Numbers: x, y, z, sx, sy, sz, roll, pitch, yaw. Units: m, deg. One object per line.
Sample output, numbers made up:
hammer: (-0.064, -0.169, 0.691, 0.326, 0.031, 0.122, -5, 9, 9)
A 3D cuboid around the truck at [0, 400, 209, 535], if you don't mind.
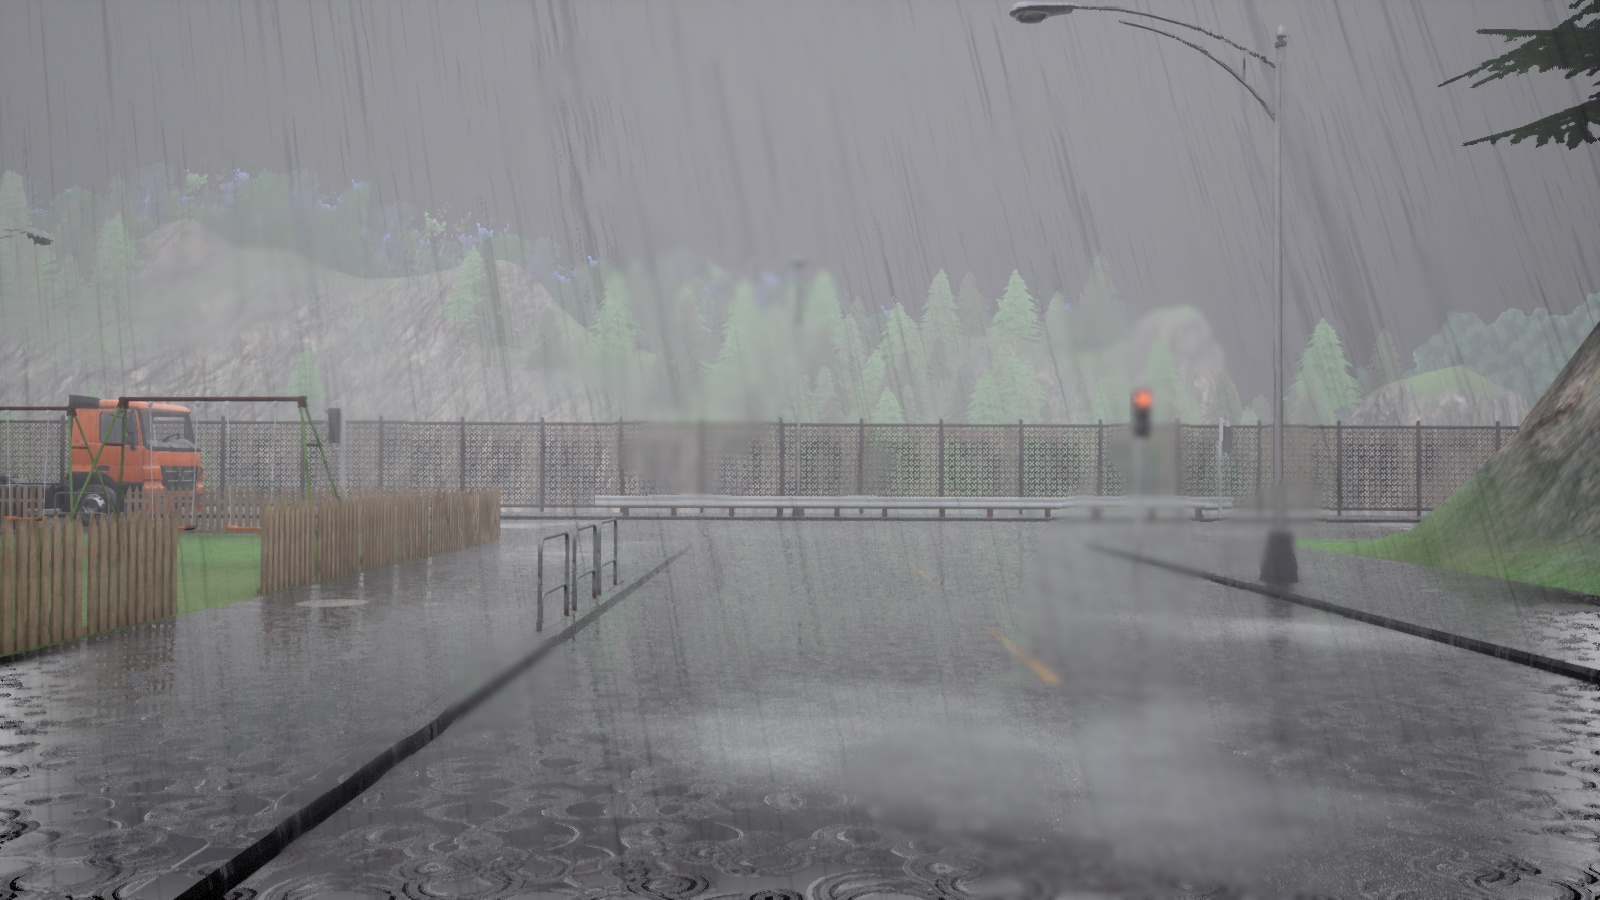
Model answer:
truck: (-20.482, 0.478, 33.609, 7.936, 3.462, 2.891, 0, -1, 0)
